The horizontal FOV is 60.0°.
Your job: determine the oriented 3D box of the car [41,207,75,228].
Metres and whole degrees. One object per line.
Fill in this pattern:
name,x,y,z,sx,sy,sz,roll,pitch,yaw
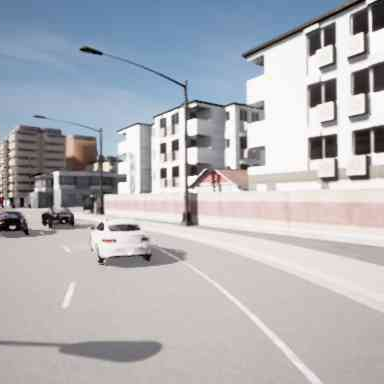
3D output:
car,-10.496,1.933,25.941,2.128,1.511,4.902,0,-1,-32

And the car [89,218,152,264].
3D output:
car,-2.806,1.721,12.696,1.812,1.442,4.674,0,-1,-21

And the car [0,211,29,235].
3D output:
car,-11.583,1.915,21.169,1.812,1.442,4.674,0,-1,-32
